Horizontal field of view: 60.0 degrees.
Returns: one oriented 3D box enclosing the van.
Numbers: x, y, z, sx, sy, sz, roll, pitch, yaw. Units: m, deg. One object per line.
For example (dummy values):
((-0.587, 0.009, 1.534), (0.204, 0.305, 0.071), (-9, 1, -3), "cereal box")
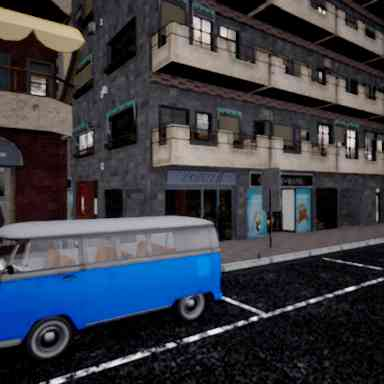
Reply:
((-1.359, 1.341, 5.599), (3.998, 1.788, 1.690), (0, 0, -35), "van")
